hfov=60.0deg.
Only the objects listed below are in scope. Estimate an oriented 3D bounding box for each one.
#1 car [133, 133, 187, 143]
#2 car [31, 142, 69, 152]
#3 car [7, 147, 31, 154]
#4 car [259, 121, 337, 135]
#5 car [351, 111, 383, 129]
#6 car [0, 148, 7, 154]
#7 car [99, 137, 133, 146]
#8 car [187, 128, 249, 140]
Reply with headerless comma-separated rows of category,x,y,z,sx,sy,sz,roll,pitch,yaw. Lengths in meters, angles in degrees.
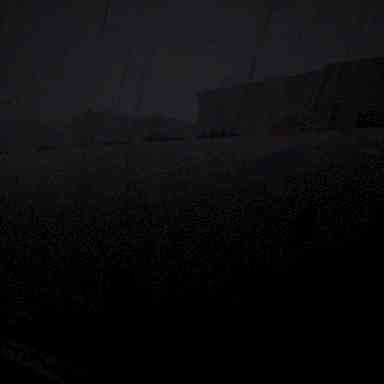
car,-2.259,-4.295,28.340,4.892,1.521,2.231,2,1,35
car,-15.746,-4.818,37.764,4.553,1.767,2.185,2,1,35
car,-20.249,-4.779,40.915,4.674,1.452,2.002,2,1,35
car,7.023,-3.970,22.267,5.008,1.535,2.097,2,1,33
car,11.741,-3.932,19.392,4.553,1.767,2.185,2,1,31
car,-24.896,-5.075,44.165,4.553,1.767,2.185,2,1,35
car,-6.785,-4.436,31.496,4.892,1.521,2.231,2,1,35
car,2.348,-4.095,25.254,4.674,1.452,2.002,2,1,34
